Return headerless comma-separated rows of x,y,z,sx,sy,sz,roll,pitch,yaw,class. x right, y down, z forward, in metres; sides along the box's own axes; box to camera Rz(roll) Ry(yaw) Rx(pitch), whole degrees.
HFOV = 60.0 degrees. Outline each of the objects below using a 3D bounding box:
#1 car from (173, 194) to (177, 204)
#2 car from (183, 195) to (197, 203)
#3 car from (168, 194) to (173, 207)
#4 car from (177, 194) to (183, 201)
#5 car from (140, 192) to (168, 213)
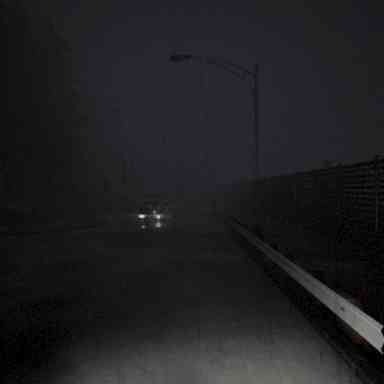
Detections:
-4.029,1.256,55.237,1.812,1.442,4.674,0,0,0,car
-0.106,1.238,58.916,1.812,1.442,4.674,0,0,-5,car
-4.084,1.132,45.043,2.097,1.767,4.553,0,0,0,car
-3.707,1.170,68.291,4.892,1.490,1.837,0,0,40,car
-4.096,1.049,35.191,2.150,2.045,5.566,0,0,0,car
